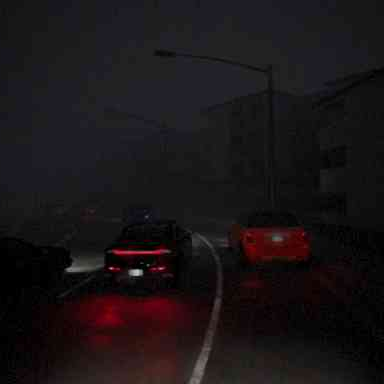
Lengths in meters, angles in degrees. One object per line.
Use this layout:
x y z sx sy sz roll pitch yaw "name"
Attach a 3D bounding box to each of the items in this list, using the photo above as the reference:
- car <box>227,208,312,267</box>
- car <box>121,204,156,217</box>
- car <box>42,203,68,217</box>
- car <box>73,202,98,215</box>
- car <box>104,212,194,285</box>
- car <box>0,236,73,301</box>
2.457 1.372 11.635 2.097 1.767 4.553 -1 0 0 "car"
-4.338 1.706 26.715 1.882 1.535 5.008 -1 -1 -24 "car"
-15.674 1.977 37.882 1.882 1.535 5.008 -1 0 -36 "car"
-12.758 1.982 39.804 1.812 1.442 4.674 -1 0 -36 "car"
-1.056 1.565 9.737 2.128 1.511 4.902 -1 0 4 "car"
-4.598 1.672 7.126 2.033 1.411 5.357 -1 0 7 "car"
